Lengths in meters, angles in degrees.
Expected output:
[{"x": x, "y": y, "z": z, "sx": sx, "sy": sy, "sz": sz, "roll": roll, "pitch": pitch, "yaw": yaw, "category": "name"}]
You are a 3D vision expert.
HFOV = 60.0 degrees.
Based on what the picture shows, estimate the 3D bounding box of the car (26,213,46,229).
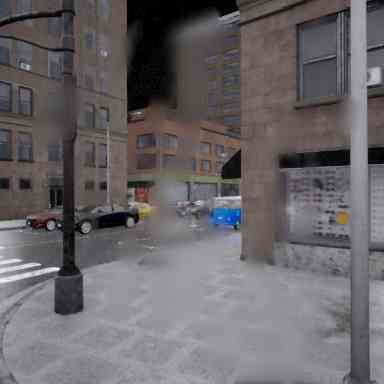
[{"x": -7.538, "y": 1.441, "z": 19.894, "sx": 1.887, "sy": 1.381, "sz": 4.507, "roll": 0, "pitch": 1, "yaw": 36, "category": "car"}]

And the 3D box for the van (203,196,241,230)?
[{"x": 2.608, "y": 1.145, "z": 19.338, "sx": 1.690, "sy": 1.788, "sz": 3.998, "roll": 0, "pitch": 1, "yaw": 36, "category": "van"}]

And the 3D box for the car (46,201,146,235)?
[{"x": -5.140, "y": 1.358, "z": 18.529, "sx": 1.882, "sy": 1.535, "sz": 5.008, "roll": 0, "pitch": 0, "yaw": 35, "category": "car"}]

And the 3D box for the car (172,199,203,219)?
[{"x": 0.756, "y": 1.311, "z": 26.623, "sx": 1.812, "sy": 1.442, "sz": 4.674, "roll": 0, "pitch": 0, "yaw": 36, "category": "car"}]

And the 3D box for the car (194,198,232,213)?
[{"x": 2.151, "y": 1.321, "z": 33.223, "sx": 1.802, "sy": 1.307, "sz": 4.206, "roll": 0, "pitch": 1, "yaw": 36, "category": "car"}]

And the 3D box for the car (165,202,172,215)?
[{"x": -1.078, "y": 1.373, "z": 28.781, "sx": 1.802, "sy": 1.307, "sz": 4.206, "roll": 0, "pitch": 1, "yaw": 36, "category": "car"}]

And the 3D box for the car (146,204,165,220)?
[{"x": -4.408, "y": 1.370, "z": 24.199, "sx": 1.752, "sy": 1.417, "sz": 4.829, "roll": 0, "pitch": 1, "yaw": 36, "category": "car"}]
